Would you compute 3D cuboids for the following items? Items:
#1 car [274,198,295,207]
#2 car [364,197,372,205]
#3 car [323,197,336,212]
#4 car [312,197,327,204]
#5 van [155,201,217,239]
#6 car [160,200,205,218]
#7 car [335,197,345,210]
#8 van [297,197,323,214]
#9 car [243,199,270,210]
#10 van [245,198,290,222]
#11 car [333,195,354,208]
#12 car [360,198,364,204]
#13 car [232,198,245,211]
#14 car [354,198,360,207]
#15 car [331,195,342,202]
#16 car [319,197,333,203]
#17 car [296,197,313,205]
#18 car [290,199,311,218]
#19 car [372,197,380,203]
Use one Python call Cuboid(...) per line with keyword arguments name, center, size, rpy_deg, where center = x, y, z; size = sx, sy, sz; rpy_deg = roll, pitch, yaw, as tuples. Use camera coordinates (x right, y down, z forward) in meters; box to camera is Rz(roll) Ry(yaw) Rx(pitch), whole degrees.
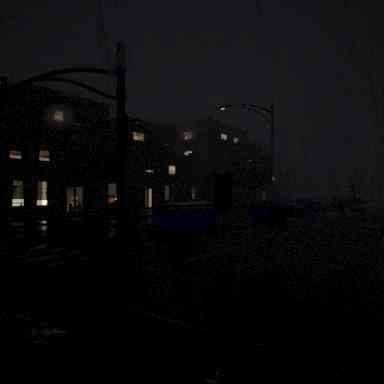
Cuboid(name="car", center=(15.119, 1.665, 54.173), size=(1.887, 1.381, 4.507), rpy_deg=(0, 0, 35))
Cuboid(name="car", center=(34.637, 1.810, 67.452), size=(1.887, 1.381, 4.507), rpy_deg=(0, 0, 35))
Cuboid(name="car", center=(15.742, 1.671, 40.446), size=(1.752, 1.417, 4.829), rpy_deg=(0, 0, 35))
Cuboid(name="car", center=(27.682, 1.728, 72.131), size=(1.752, 1.417, 4.829), rpy_deg=(0, 0, 35))
Cuboid(name="van", center=(-0.181, 1.407, 17.684), size=(1.690, 1.788, 3.998), rpy_deg=(0, 0, 35))
Cuboid(name="car", center=(-0.805, 1.558, 31.412), size=(1.752, 1.417, 4.829), rpy_deg=(0, 0, 35))
Cuboid(name="car", center=(18.809, 1.729, 44.830), size=(1.947, 1.339, 4.313), rpy_deg=(0, 0, 35))
Cuboid(name="van", center=(12.480, 1.469, 35.781), size=(1.690, 1.788, 3.998), rpy_deg=(0, 0, 35))
Cuboid(name="car", center=(8.788, 1.629, 45.125), size=(1.887, 1.381, 4.507), rpy_deg=(0, 0, 35))
Cuboid(name="van", center=(6.149, 1.436, 26.733), size=(1.690, 1.788, 3.998), rpy_deg=(0, 0, 35))
Cuboid(name="car", center=(21.977, 1.497, 49.355), size=(2.192, 1.841, 5.009), rpy_deg=(0, 0, 35))
Cuboid(name="car", center=(28.404, 1.748, 58.543), size=(1.752, 1.417, 4.829), rpy_deg=(0, 0, 35))
Cuboid(name="car", center=(5.624, 1.506, 40.601), size=(1.967, 1.590, 4.097), rpy_deg=(0, 0, 35))
Cuboid(name="car", center=(25.142, 1.516, 53.880), size=(2.192, 1.841, 5.009), rpy_deg=(0, 0, 35))
Cuboid(name="car", center=(37.276, 1.712, 85.844), size=(1.967, 1.590, 4.097), rpy_deg=(0, 0, 35))
Cuboid(name="car", center=(30.945, 1.792, 76.795), size=(1.947, 1.339, 4.313), rpy_deg=(0, 0, 35))
Cuboid(name="car", center=(21.450, 1.705, 63.222), size=(1.887, 1.381, 4.507), rpy_deg=(0, 0, 35))
Cuboid(name="car", center=(9.313, 1.655, 31.256), size=(1.887, 1.381, 4.507), rpy_deg=(0, 0, 35))
Cuboid(name="car", center=(44.133, 1.899, 81.026), size=(1.947, 1.339, 4.313), rpy_deg=(0, 0, 35))
